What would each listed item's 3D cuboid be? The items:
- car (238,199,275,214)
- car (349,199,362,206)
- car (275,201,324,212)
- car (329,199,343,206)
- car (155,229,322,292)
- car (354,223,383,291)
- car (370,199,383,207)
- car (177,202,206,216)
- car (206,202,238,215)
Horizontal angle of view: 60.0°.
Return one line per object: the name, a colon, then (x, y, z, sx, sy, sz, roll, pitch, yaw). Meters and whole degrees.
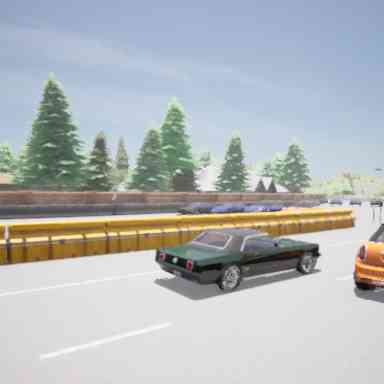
car: (6.920, 1.588, 31.331, 4.553, 1.767, 2.097, 1, 0, -41)
car: (31.817, 2.027, 64.565, 2.033, 1.411, 5.357, 0, 0, 34)
car: (9.665, 1.592, 29.072, 4.553, 1.767, 2.097, 1, 0, -41)
car: (28.873, 2.037, 66.458, 1.994, 1.385, 4.181, 0, 0, 34)
car: (1.472, 1.666, 9.115, 4.718, 1.301, 1.895, 1, 0, -36)
car: (5.956, 1.438, 8.065, 4.553, 1.767, 2.097, 1, -1, -36)
car: (34.760, 2.029, 62.671, 2.033, 1.411, 5.357, 0, 0, 34)
car: (0.947, 1.771, 35.369, 5.357, 1.411, 2.033, 1, 0, -40)
car: (3.979, 1.756, 33.399, 4.674, 1.442, 1.812, 1, 0, -41)
